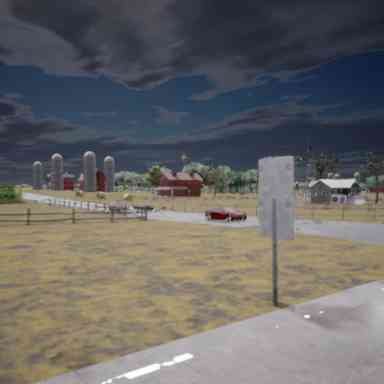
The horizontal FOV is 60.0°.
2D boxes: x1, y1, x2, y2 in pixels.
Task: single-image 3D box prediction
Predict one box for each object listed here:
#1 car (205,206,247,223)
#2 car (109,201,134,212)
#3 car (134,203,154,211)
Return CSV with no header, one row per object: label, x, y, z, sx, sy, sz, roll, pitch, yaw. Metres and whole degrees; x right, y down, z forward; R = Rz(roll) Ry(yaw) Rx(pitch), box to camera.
car,3.304,2.179,33.101,1.882,1.535,5.008,-1,-1,-36
car,-11.863,2.272,54.392,2.097,1.767,4.553,-1,1,-35
car,-8.319,2.489,55.686,1.895,1.301,4.718,-1,1,-36
